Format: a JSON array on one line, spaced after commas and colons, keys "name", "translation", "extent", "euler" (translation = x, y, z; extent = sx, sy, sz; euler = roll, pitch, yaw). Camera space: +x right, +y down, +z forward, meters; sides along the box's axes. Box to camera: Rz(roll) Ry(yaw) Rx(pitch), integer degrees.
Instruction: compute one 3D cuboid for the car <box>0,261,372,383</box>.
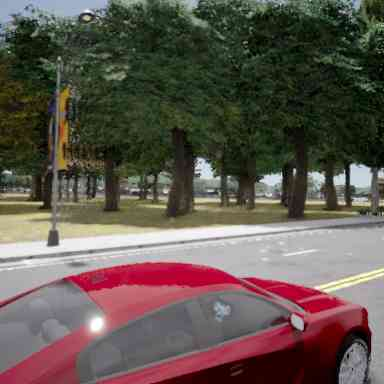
[{"name": "car", "translation": [-0.133, 1.479, 3.343], "extent": [5.008, 1.535, 1.882], "euler": [0, 0, -36]}]
